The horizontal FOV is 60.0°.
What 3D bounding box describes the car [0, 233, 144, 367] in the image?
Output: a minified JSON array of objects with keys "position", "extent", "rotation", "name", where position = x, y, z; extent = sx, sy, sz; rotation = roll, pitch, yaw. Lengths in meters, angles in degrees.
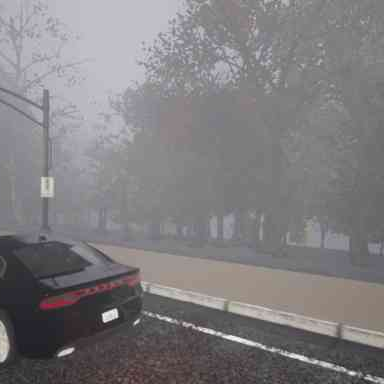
[{"position":[-3.063,1.476,5.864],"extent":[5.008,1.535,1.882],"rotation":[0,0,37],"name":"car"}]
